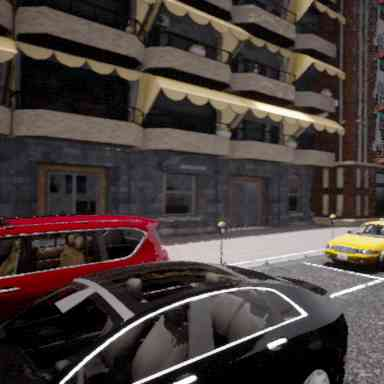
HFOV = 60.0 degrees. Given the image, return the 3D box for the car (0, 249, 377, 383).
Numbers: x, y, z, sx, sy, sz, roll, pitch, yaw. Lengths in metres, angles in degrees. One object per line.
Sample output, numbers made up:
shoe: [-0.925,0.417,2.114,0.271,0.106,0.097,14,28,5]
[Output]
car: [-0.525,1.508,2.986,4.892,1.490,1.837,0,0,-35]

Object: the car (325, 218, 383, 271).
car: [6.337,1.567,11.074,4.829,1.417,1.752,0,1,-36]

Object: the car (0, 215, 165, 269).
car: [-2.584,1.316,4.700,5.009,1.841,2.192,0,1,-36]
